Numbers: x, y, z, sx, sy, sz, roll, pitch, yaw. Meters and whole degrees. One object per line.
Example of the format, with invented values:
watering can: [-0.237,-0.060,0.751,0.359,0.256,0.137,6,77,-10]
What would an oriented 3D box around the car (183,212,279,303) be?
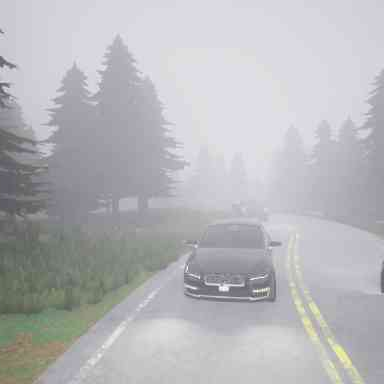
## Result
car: [1.105,1.496,8.427,1.837,1.490,4.892,-1,0,13]

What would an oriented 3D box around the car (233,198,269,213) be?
car: [6.259,1.409,35.741,1.837,1.490,4.892,2,-1,-15]

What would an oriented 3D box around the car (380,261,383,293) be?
car: [4.501,1.308,4.651,2.097,1.767,4.553,-1,0,9]

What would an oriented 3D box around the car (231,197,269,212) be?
car: [4.216,1.231,24.747,2.097,1.767,4.553,0,0,-3]

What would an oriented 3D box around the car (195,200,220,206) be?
car: [1.990,1.798,44.873,1.812,1.442,4.674,3,-5,-35]
